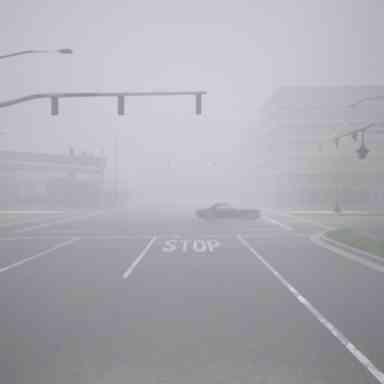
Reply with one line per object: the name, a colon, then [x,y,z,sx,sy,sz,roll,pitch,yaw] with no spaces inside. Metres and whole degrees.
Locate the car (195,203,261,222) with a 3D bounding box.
car: [2.600,1.479,24.283,4.718,1.301,1.895,0,0,0]

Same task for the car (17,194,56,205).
car: [-23.291,1.082,49.209,4.611,1.667,2.242,0,0,1]

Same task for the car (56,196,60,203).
car: [-24.005,1.218,54.961,3.806,1.475,1.970,0,0,1]
